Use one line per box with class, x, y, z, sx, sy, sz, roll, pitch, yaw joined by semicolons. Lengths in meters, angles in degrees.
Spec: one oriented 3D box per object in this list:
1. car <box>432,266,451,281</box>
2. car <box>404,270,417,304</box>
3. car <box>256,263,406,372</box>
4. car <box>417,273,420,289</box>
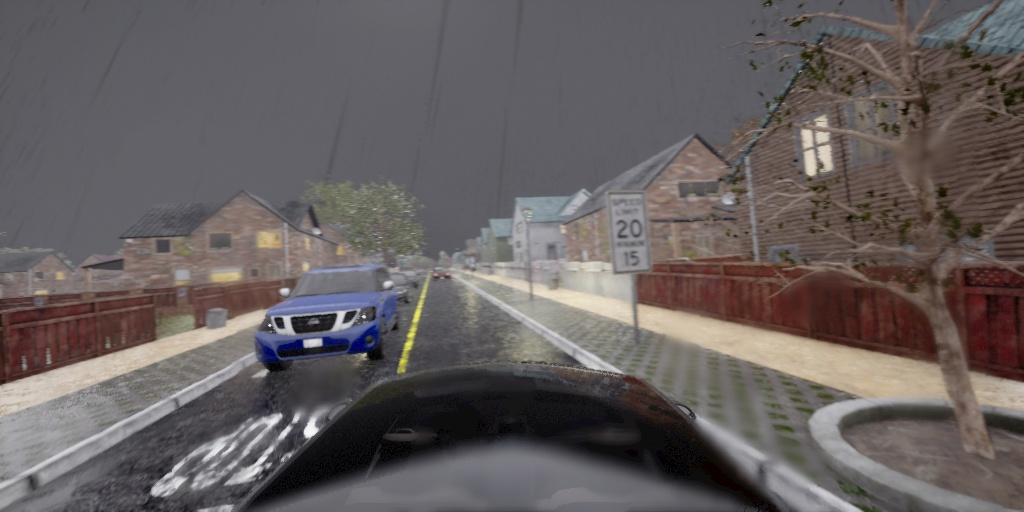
car;-7.653;1.976;38.907;1.895;1.301;4.718;-3;0;-12
car;-6.307;1.694;19.006;1.837;1.490;4.892;-3;0;-12
car;-4.156;1.239;9.075;2.150;2.045;5.566;-3;0;-12
car;-8.481;1.847;28.947;1.882;1.535;5.008;-3;0;-12
